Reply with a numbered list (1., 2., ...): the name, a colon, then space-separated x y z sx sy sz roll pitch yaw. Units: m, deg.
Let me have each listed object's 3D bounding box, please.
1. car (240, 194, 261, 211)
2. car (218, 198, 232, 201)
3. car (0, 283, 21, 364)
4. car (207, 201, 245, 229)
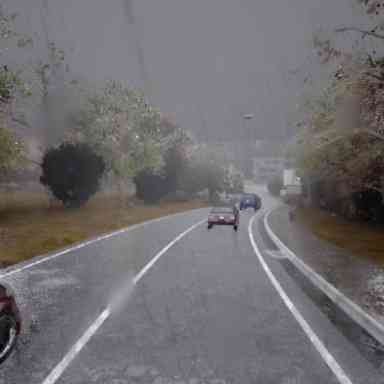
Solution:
1. car: 7.425 1.246 42.224 2.150 2.045 5.566 2 0 17
2. car: 4.514 1.527 45.093 1.994 1.385 4.181 2 0 18
3. car: -3.423 1.543 2.950 1.994 1.385 4.181 0 0 2
4. car: 2.164 1.534 21.696 2.033 1.411 5.357 1 0 10
